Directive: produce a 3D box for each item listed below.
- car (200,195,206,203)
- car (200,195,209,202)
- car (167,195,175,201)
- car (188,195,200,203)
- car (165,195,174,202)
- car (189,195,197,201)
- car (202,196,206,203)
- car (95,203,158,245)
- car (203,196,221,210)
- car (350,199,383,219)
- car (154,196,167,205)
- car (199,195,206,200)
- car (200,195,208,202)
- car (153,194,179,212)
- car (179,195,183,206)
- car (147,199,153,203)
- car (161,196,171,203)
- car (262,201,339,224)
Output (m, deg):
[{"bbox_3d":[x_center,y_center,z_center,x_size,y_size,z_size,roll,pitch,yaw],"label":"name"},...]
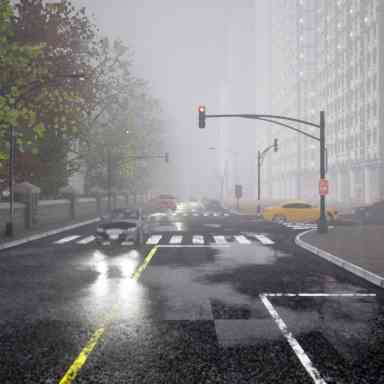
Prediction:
[{"bbox_3d":[2.823,1.597,54.031,1.947,1.339,4.313,0,0,0],"label":"car"},{"bbox_3d":[2.878,1.501,76.561,1.967,1.590,4.097,0,0,0],"label":"car"},{"bbox_3d":[-5.476,1.625,87.845,1.887,1.381,4.507,0,0,0],"label":"car"},{"bbox_3d":[0.170,1.638,70.089,1.895,1.301,4.718,0,0,0],"label":"car"},{"bbox_3d":[-5.488,1.510,82.213,1.967,1.590,4.097,0,0,0],"label":"car"},{"bbox_3d":[0.195,1.441,80.059,1.837,1.490,4.892,0,0,0],"label":"car"},{"bbox_3d":[2.809,1.591,48.399,1.947,1.339,4.313,0,0,0],"label":"car"},{"bbox_3d":[-3.063,1.495,15.542,2.128,1.511,4.902,0,0,0],"label":"car"},{"bbox_3d":[2.795,1.586,42.766,1.947,1.339,4.313,0,0,0],"label":"car"},{"bbox_3d":[14.871,1.262,25.948,4.674,1.442,1.812,-1,0,0],"label":"car"},{"bbox_3d":[-5.543,1.477,59.684,1.967,1.590,4.097,0,0,0],"label":"car"},{"bbox_3d":[2.918,1.641,93.457,2.008,1.369,4.403,0,0,0],"label":"car"},{"bbox_3d":[2.892,1.510,82.192,1.967,1.590,4.097,0,0,0],"label":"car"},{"bbox_3d":[-3.006,1.239,39.507,2.150,2.045,5.566,0,0,0],"label":"car"},{"bbox_3d":[-2.949,1.537,56.126,1.837,1.490,4.892,0,0,0],"label":"car"},{"bbox_3d":[-5.571,1.607,48.419,1.802,1.307,4.206,0,0,0],"label":"car"},{"bbox_3d":[-5.516,1.577,70.779,1.752,1.417,4.829,0,0,0],"label":"car"},{"bbox_3d":[7.434,1.363,23.034,5.008,1.535,1.882,-2,1,11],"label":"car"}]
